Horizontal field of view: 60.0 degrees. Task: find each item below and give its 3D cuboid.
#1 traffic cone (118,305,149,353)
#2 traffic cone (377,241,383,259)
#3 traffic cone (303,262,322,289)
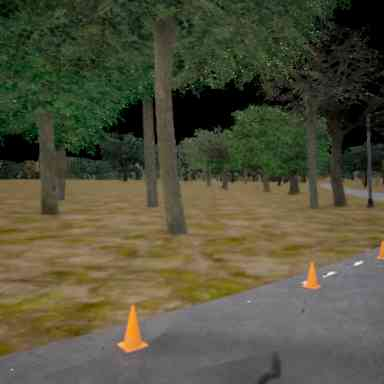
[{"bbox_3d":[-0.870,1.979,4.924,0.340,0.580,0.340,0,0,-38],"label":"traffic cone"},{"bbox_3d":[6.471,1.952,11.257,0.340,0.580,0.340,0,0,-44],"label":"traffic cone"},{"bbox_3d":[2.890,1.974,7.986,0.340,0.580,0.340,0,0,-41],"label":"traffic cone"}]
